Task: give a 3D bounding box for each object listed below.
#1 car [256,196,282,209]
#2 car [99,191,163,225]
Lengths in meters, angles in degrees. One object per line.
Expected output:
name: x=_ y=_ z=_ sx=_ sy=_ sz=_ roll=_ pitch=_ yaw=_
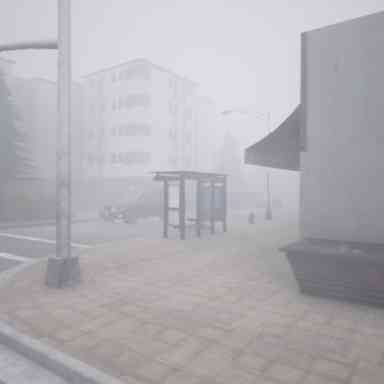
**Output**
car: x=9.339 y=1.259 z=39.983 sx=1.812 sy=1.442 sz=4.674 roll=0 pitch=0 yaw=36
car: x=-3.506 y=0.954 z=22.161 sx=2.150 sy=2.045 sz=5.566 roll=0 pitch=0 yaw=36
